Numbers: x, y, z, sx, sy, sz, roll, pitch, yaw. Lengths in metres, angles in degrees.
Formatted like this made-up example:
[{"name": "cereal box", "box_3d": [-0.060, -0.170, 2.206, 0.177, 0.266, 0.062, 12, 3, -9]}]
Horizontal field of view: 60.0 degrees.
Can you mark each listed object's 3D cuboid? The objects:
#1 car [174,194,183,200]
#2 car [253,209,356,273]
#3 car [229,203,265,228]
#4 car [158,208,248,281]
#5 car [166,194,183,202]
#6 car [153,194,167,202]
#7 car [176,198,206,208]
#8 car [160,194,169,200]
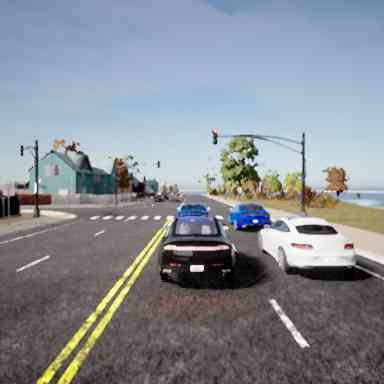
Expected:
[{"name": "car", "box_3d": [-3.248, 1.161, 79.909, 1.882, 1.535, 5.008, 0, 0, 0]}, {"name": "car", "box_3d": [3.347, 1.474, 10.366, 1.812, 1.442, 4.674, 0, 0, 0]}, {"name": "car", "box_3d": [3.350, 1.381, 19.973, 1.882, 1.535, 5.008, 0, 0, 0]}, {"name": "car", "box_3d": [0.102, 1.444, 9.698, 2.128, 1.511, 4.902, 0, 0, 0]}, {"name": "car", "box_3d": [-3.262, 1.277, 64.578, 2.033, 1.411, 5.357, 0, 0, 0]}, {"name": "car", "box_3d": [-6.515, 1.233, 64.533, 1.837, 1.490, 4.892, 0, 0, 0]}, {"name": "car", "box_3d": [0.091, 1.379, 20.293, 1.882, 1.535, 5.008, 0, 0, 1]}, {"name": "car", "box_3d": [-6.497, 1.183, 79.746, 1.837, 1.490, 4.892, 0, 0, 0]}]
